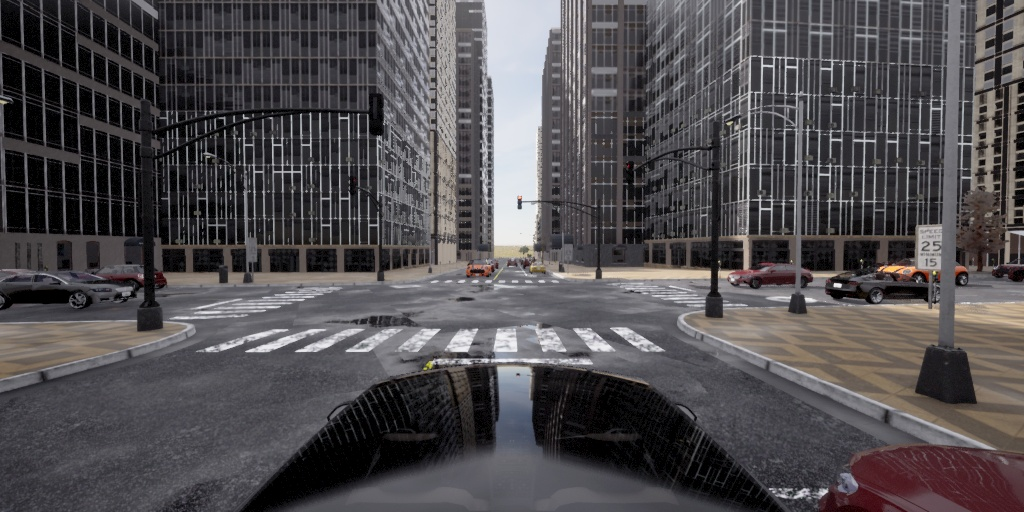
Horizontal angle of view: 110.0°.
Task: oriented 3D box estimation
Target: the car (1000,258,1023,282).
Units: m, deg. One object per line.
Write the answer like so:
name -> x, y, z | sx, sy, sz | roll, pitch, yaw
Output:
car -> 35.352, 0.846, 23.253 | 4.553, 1.767, 2.097 | 0, 1, -5

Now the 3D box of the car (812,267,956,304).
car -> 16.126, 1.294, 15.682 | 4.313, 1.339, 1.948 | 0, 0, -5

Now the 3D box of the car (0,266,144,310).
car -> -18.860, 1.369, 15.032 | 4.902, 1.511, 2.128 | 0, 1, -5

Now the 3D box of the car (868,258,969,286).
car -> 25.343, 0.904, 22.334 | 4.553, 1.767, 2.097 | 0, 1, -5

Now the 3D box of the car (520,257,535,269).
car -> 2.719, 1.029, 55.007 | 2.192, 1.841, 5.009 | 0, 0, 0

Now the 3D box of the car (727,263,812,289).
car -> 15.395, 1.136, 21.426 | 4.674, 1.442, 1.812 | 0, 1, -5

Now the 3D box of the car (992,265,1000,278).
car -> 37.697, 0.865, 26.095 | 4.097, 1.591, 1.967 | 0, 0, -5

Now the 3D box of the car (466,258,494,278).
car -> -3.106, 1.086, 34.271 | 2.097, 1.767, 4.553 | 0, 0, 0

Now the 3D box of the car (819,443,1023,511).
car -> 2.691, 1.333, 0.387 | 1.802, 1.307, 4.207 | 0, 0, 0

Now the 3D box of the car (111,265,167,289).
car -> -22.575, 1.216, 20.524 | 4.097, 1.591, 1.967 | 0, 0, -5

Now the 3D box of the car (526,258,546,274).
car -> 2.812, 1.255, 39.925 | 1.751, 1.417, 4.829 | 0, 0, 0

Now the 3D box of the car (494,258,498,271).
car -> -3.108, 1.204, 44.206 | 1.882, 1.535, 5.008 | 0, 0, 0
